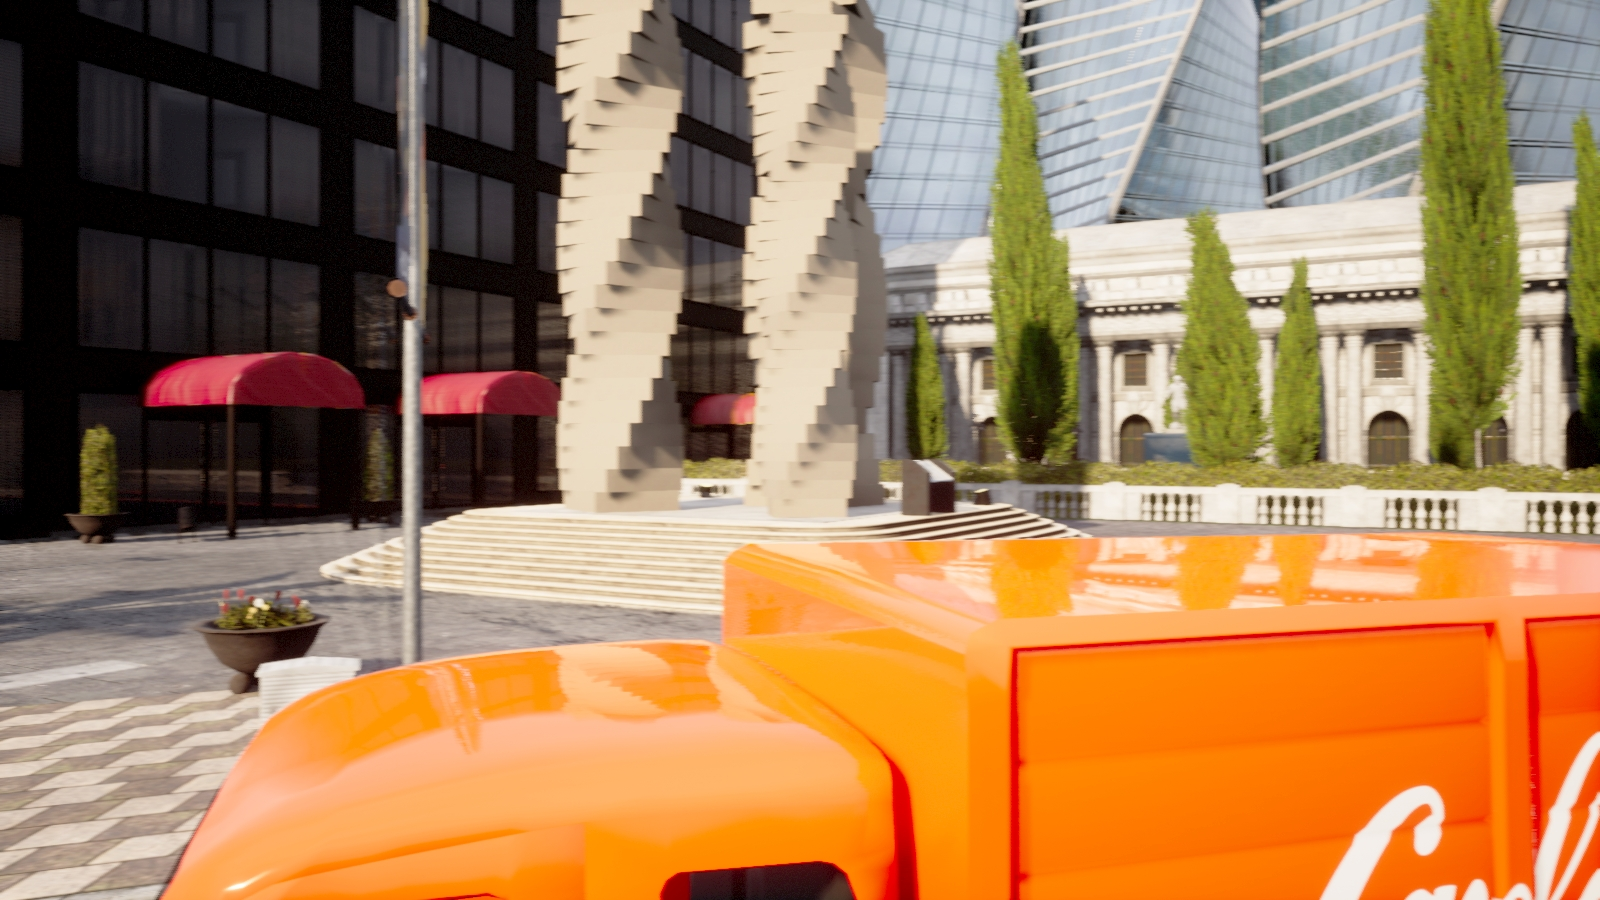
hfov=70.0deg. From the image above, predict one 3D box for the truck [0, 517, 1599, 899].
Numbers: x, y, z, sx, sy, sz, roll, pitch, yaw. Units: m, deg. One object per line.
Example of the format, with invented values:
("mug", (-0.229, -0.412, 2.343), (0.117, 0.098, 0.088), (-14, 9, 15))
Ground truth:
("truck", (0.776, 1.562, 3.516), (5.204, 2.467, 2.627), (0, 0, -18))
